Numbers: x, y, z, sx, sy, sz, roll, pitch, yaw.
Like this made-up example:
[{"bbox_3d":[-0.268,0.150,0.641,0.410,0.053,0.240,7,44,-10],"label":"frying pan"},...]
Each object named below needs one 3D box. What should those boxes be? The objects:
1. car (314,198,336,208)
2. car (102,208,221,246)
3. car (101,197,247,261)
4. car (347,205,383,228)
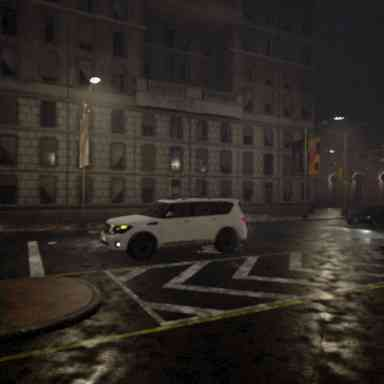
[{"bbox_3d":[20.204,1.728,52.096,1.837,1.490,4.892,0,0,-27],"label":"car"},{"bbox_3d":[-1.400,1.571,16.085,5.357,1.411,2.033,0,0,-27],"label":"car"},{"bbox_3d":[-0.525,1.241,12.598,5.566,2.045,2.150,0,0,-27],"label":"car"},{"bbox_3d":[13.026,1.652,23.338,4.674,1.442,1.812,0,0,-27],"label":"car"}]
